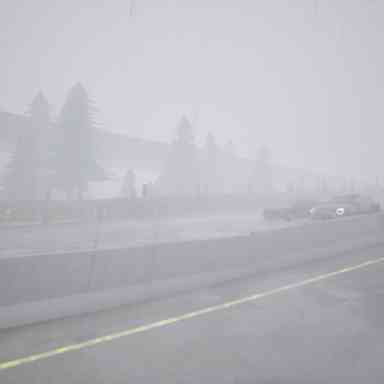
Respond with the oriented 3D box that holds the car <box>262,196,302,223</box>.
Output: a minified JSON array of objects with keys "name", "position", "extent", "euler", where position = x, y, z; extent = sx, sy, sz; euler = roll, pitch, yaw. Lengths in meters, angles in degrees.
[{"name":"car","position":[6.724,1.053,21.685],"extent":[5.008,1.535,1.882],"euler":[-2,1,-35]}]

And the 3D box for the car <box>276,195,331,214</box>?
[{"name":"car","position":[9.416,1.002,27.903],"extent":[4.718,1.301,1.895],"euler":[-2,1,-35]}]

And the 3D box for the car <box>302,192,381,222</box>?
[{"name":"car","position":[8.668,0.931,18.771],"extent":[4.553,1.767,2.097],"euler":[-2,1,-35]}]
